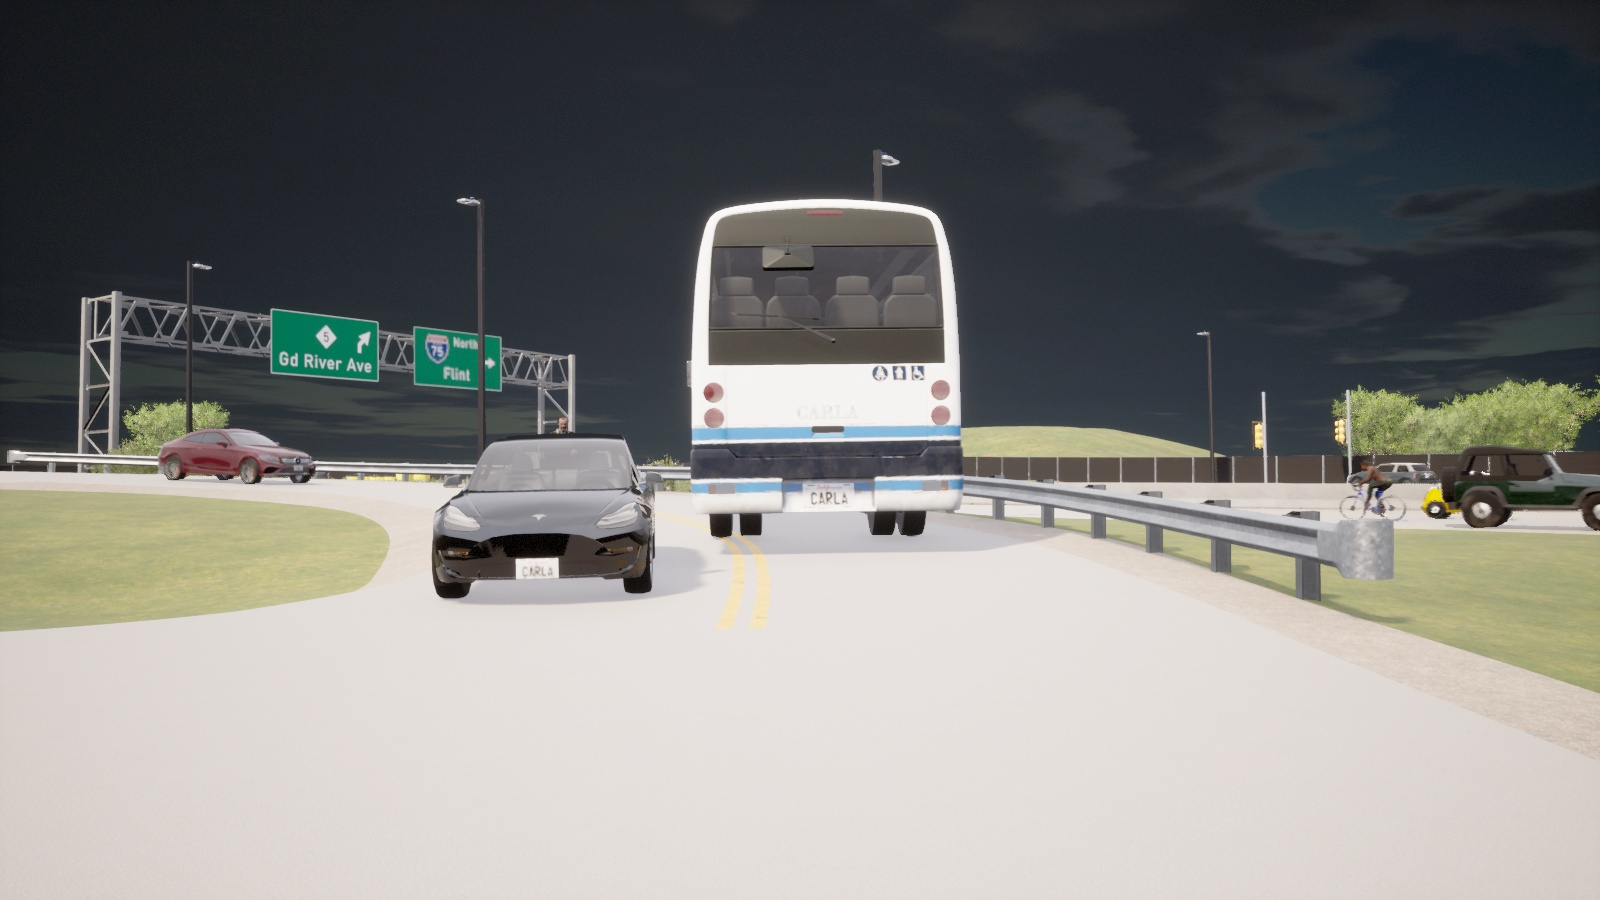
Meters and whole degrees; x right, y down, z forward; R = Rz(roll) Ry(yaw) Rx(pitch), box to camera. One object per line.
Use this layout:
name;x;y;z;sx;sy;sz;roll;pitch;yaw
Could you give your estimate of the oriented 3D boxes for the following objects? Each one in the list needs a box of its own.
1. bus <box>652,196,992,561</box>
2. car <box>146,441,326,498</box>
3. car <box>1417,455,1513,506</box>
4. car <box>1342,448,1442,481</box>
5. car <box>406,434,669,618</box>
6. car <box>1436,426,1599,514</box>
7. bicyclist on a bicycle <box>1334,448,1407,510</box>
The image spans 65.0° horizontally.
bus;0.070;-0.942;20.209;3.944;4.253;10.273;-2;1;-2
car;-15.173;0.485;33.774;4.674;1.442;1.812;0;0;25
car;18.737;0.858;35.405;2.207;1.376;1.481;-1;-1;35
car;27.918;0.701;59.276;1.970;1.475;3.806;-1;-1;-28
car;-2.490;0.617;13.154;2.163;1.488;4.792;-2;1;-6
car;16.670;0.470;28.324;3.866;1.878;1.905;-2;-2;35
bicyclist on a bicycle;15.251;0.775;33.565;1.656;1.620;0.582;-2;-2;35
